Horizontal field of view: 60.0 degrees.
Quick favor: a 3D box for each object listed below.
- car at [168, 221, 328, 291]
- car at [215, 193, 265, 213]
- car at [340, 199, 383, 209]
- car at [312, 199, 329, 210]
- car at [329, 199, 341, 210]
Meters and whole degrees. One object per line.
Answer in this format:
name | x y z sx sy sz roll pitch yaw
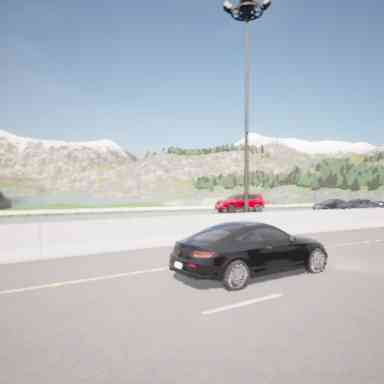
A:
car | 1.610 1.505 8.885 4.674 1.442 1.812 0 0 -33
car | 5.122 1.142 35.165 5.566 2.045 2.150 0 0 -26
car | 15.736 1.497 28.611 5.357 1.411 2.033 0 0 -24
car | 15.193 1.455 35.973 4.674 1.442 1.812 0 0 -23
car | 16.298 1.445 32.632 4.892 1.490 1.837 0 0 -23
